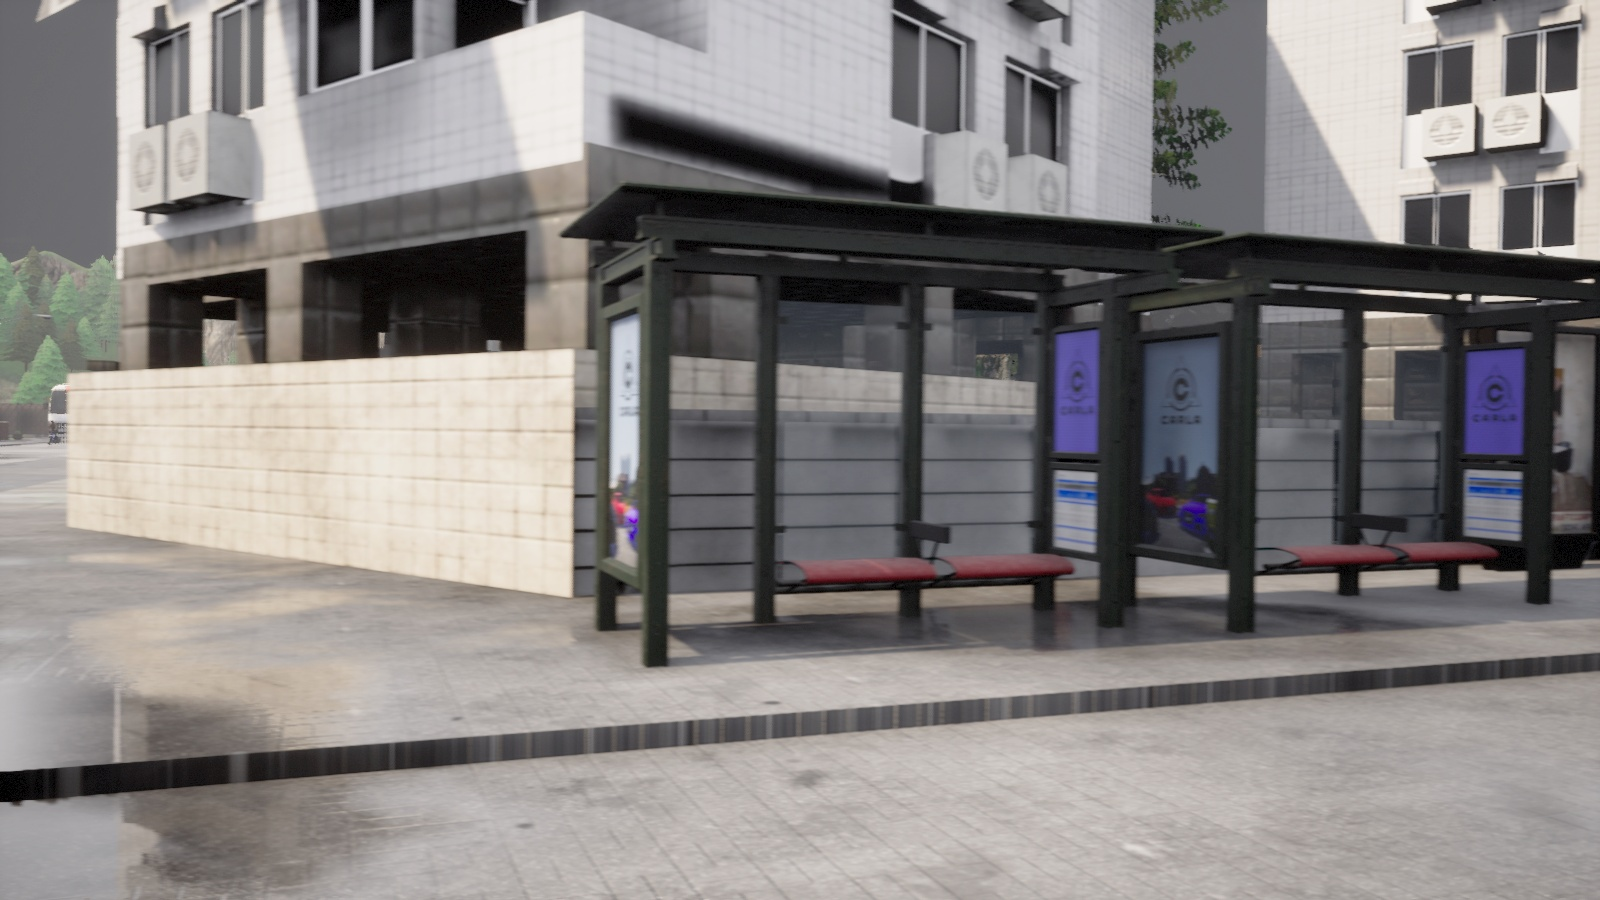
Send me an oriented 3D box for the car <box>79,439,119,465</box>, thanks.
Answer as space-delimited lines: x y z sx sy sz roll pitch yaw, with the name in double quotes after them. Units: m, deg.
-40.223 0.088 72.123 1.812 1.442 4.674 -1 1 -27 "car"
